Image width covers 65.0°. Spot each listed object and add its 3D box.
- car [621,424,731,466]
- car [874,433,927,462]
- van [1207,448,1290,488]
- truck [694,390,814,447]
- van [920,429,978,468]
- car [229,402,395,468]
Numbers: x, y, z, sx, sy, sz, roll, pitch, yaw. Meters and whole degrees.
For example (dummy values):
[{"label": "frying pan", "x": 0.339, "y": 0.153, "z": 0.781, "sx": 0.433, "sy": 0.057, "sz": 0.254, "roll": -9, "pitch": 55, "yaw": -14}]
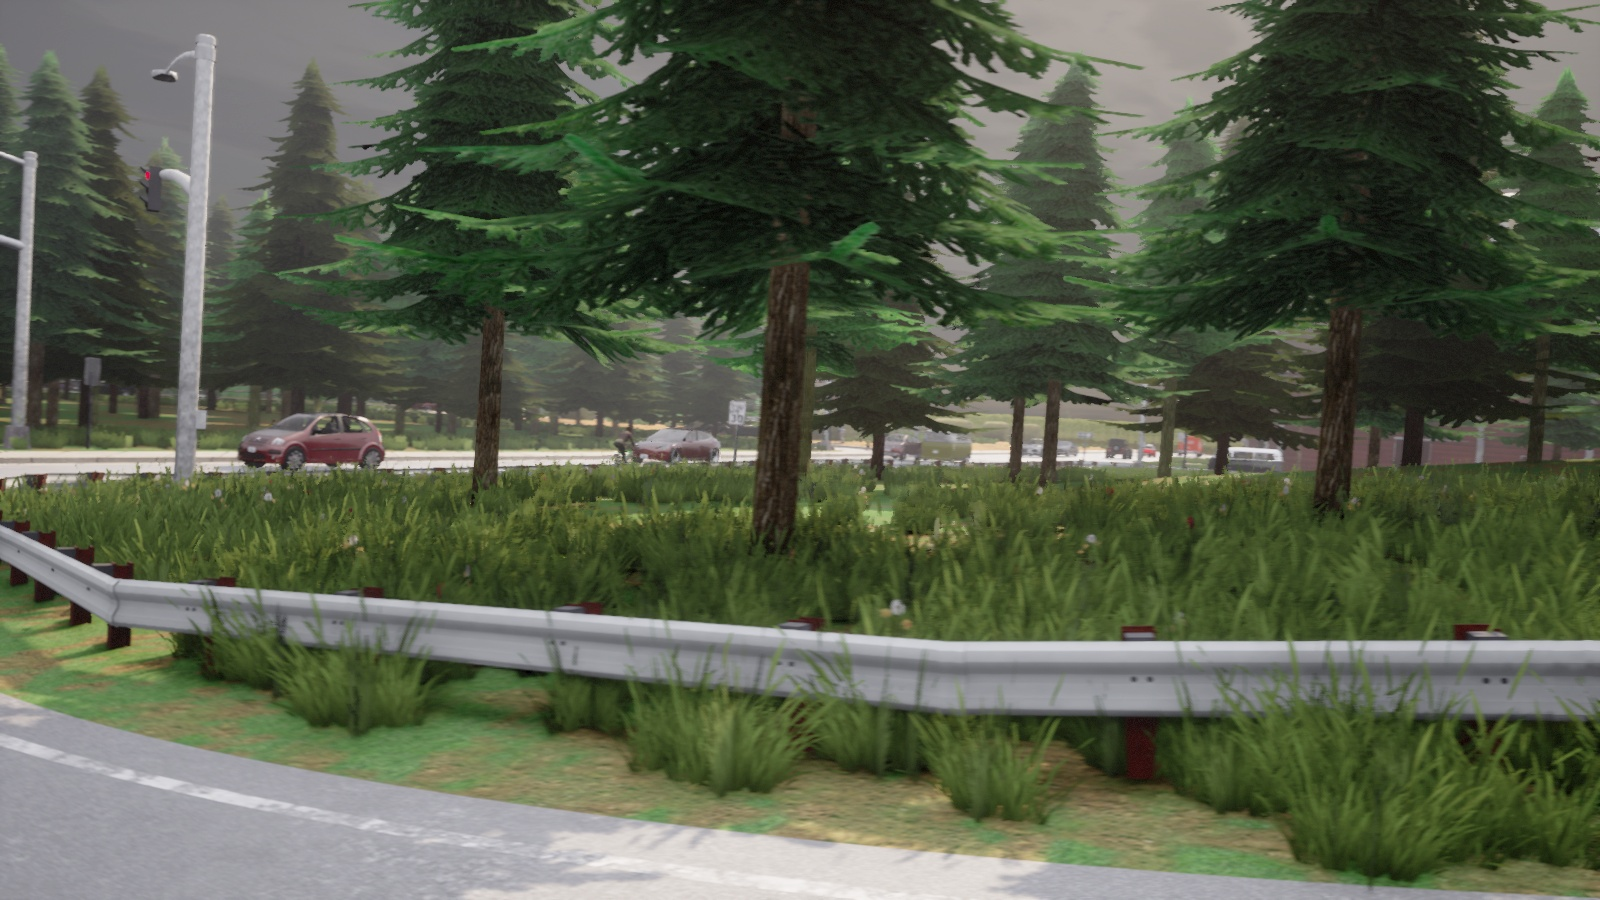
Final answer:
[{"label": "car", "x": -4.988, "y": -0.203, "z": 51.404, "sx": 2.163, "sy": 1.488, "sz": 4.792, "roll": 5, "pitch": 2, "yaw": 27}, {"label": "car", "x": 5.936, "y": -0.142, "z": 73.794, "sx": 1.789, "sy": 1.549, "sz": 3.705, "roll": 5, "pitch": 2, "yaw": 26}, {"label": "van", "x": 27.758, "y": 1.084, "z": 77.804, "sx": 4.480, "sy": 2.038, "sz": 2.069, "roll": 5, "pitch": 2, "yaw": 27}, {"label": "truck", "x": -3.282, "y": -2.249, "z": 89.626, "sx": 7.936, "sy": 3.462, "sz": 2.891, "roll": 5, "pitch": 2, "yaw": 27}, {"label": "van", "x": 8.459, "y": -0.096, "z": 70.959, "sx": 1.775, "sy": 1.987, "sz": 4.442, "roll": 5, "pitch": 2, "yaw": 26}, {"label": "car", "x": -13.540, "y": -0.406, "z": 35.058, "sx": 1.851, "sy": 1.617, "sz": 3.988, "roll": 5, "pitch": 2, "yaw": 28}]
